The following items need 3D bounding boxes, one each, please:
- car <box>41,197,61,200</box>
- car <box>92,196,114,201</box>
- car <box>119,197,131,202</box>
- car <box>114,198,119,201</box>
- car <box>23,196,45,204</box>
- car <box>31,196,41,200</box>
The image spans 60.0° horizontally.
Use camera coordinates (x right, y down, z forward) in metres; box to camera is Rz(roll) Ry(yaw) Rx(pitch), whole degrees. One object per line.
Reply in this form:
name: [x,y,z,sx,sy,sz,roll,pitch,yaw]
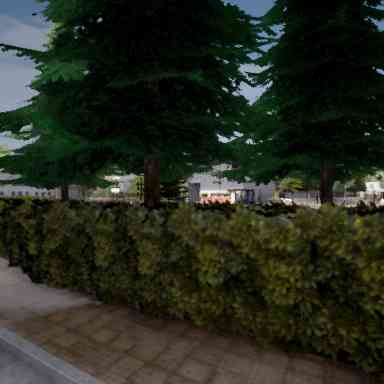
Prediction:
car: [-26.926,1.963,64.978,3.633,1.501,1.845,0,-1,-37]
car: [-23.864,1.970,91.294,5.027,1.636,2.152,0,-1,-37]
car: [-10.953,1.905,61.894,3.806,1.475,1.970,0,-1,-37]
car: [-16.242,1.770,81.019,3.866,1.878,1.905,0,-1,-37]
car: [-39.696,1.956,83.459,4.605,1.855,1.932,0,-1,-37]
car: [-32.845,2.037,73.029,4.514,1.523,2.007,0,-1,-37]
